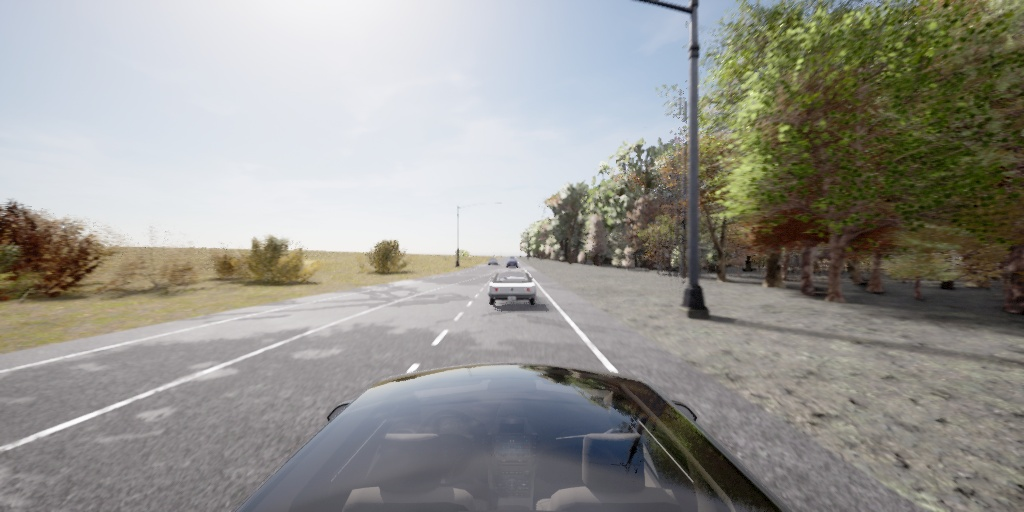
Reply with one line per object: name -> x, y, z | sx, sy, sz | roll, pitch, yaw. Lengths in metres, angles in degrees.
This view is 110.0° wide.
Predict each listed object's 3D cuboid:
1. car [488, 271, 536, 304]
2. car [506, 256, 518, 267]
car -> 0.007, 1.321, 15.977 | 1.895, 1.301, 4.718 | 0, 0, 0
car -> 0.020, 1.136, 59.410 | 1.812, 1.442, 4.674 | 0, 0, 0
